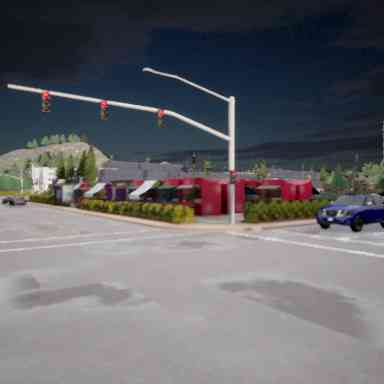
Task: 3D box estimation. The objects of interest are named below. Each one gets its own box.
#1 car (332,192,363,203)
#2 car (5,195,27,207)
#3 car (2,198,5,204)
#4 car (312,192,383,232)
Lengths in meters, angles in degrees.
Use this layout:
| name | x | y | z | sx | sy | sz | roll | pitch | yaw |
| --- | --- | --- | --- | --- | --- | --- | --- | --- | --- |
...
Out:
| name | x | y | z | sx | sy | sz | roll | pitch | yaw |
| --- | --- | --- | --- | --- | --- | --- | --- | --- | --- |
| car | 27.338 | 0.935 | 58.675 | 1.932 | 1.855 | 4.605 | 0 | 0 | -35 |
| car | -25.990 | 1.370 | 49.697 | 2.128 | 1.511 | 4.902 | 0 | 0 | -35 |
| car | -31.320 | 1.363 | 57.249 | 1.837 | 1.490 | 4.892 | 0 | 0 | -35 |
| car | 9.681 | 1.108 | 19.480 | 5.566 | 2.045 | 2.150 | 0 | 0 | -35 |
